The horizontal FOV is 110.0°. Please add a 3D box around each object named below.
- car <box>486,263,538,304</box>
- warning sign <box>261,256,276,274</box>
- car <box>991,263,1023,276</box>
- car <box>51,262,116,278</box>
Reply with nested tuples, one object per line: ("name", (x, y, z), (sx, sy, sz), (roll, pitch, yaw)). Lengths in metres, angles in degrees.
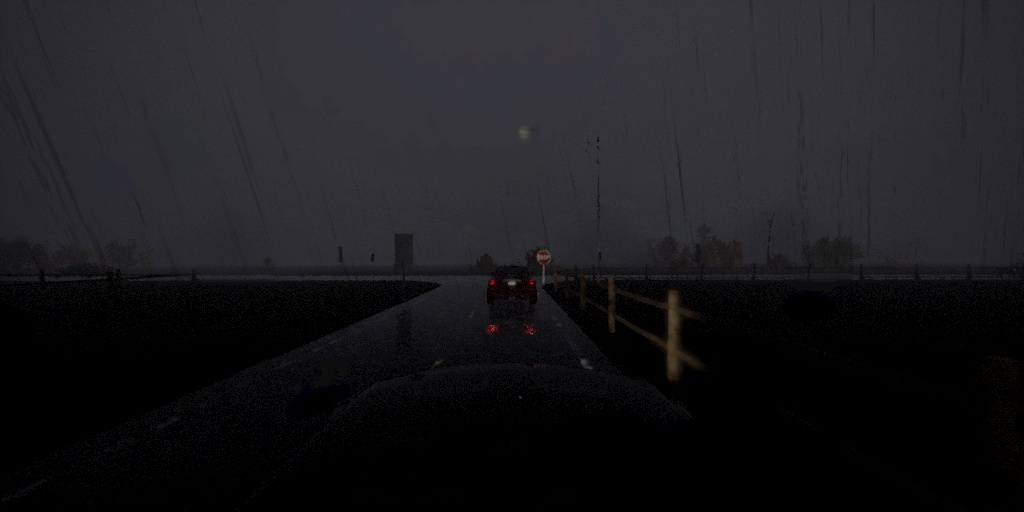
("car", (0.000, 1.115, 16.470), (2.097, 1.767, 4.553), (0, 0, 0))
("warning sign", (-25.385, 0.927, 37.277), (1.060, 1.860, 1.300), (0, 0, 0))
("car", (49.138, 1.321, 34.229), (4.718, 1.301, 1.895), (0, 0, 0))
("car", (-41.733, 1.358, 34.957), (4.902, 1.511, 2.128), (0, 0, 0))
